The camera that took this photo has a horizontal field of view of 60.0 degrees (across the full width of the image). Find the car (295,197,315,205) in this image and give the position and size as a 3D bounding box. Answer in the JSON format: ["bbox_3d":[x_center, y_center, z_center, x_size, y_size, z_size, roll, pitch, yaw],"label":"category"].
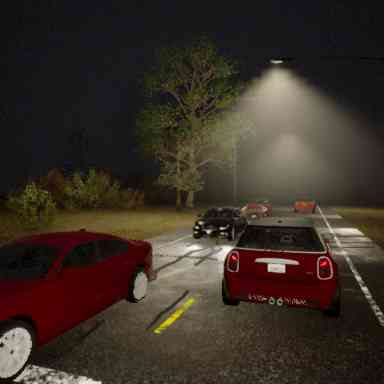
[{"bbox_3d":[12.683,1.360,37.363,2.097,1.767,4.553,0,0,20],"label":"car"}]

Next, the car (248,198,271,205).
[{"bbox_3d":[5.613,1.357,28.298,2.097,1.767,4.553,0,0,20],"label":"car"}]

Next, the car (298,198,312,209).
[{"bbox_3d":[15.881,1.538,46.584,1.812,1.442,4.674,0,0,19],"label":"car"}]

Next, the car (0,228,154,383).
[{"bbox_3d":[-2.434,1.479,5.790,1.882,1.535,5.008,0,0,20],"label":"car"}]

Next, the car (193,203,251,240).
[{"bbox_3d":[1.524,1.510,16.753,1.837,1.490,4.892,0,-1,20],"label":"car"}]

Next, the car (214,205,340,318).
[{"bbox_3d":[2.187,1.353,7.826,2.097,1.767,4.553,0,0,19],"label":"car"}]
